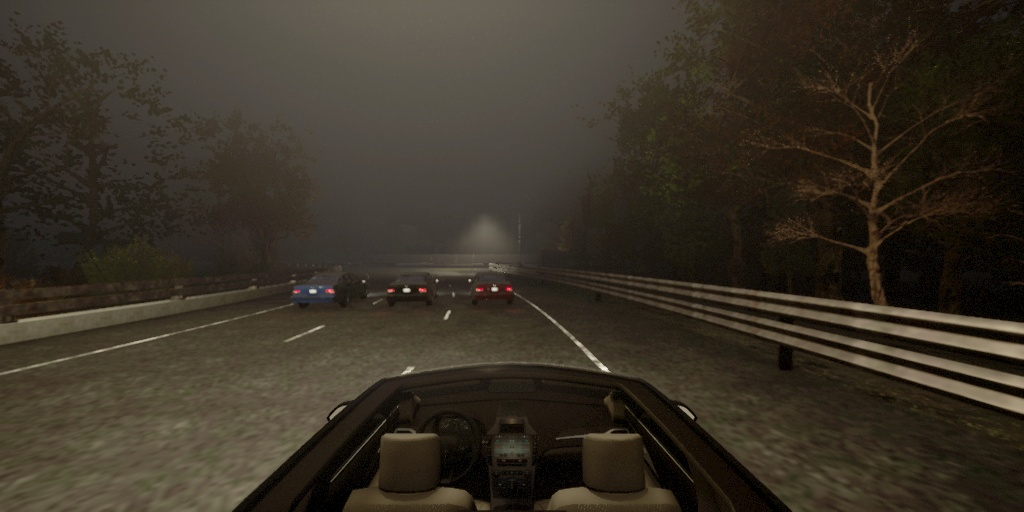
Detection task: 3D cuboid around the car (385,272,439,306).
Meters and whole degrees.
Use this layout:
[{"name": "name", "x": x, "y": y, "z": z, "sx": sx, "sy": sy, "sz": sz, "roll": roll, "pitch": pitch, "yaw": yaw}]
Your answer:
[{"name": "car", "x": -4.528, "y": 1.440, "z": 16.743, "sx": 2.033, "sy": 1.411, "sz": 5.357, "roll": 0, "pitch": -1, "yaw": -8}]

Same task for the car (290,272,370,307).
[{"name": "car", "x": -7.995, "y": 1.436, "z": 16.269, "sx": 2.033, "sy": 1.411, "sz": 5.357, "roll": 0, "pitch": -1, "yaw": -8}]

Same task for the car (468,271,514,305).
[{"name": "car", "x": -1.060, "y": 1.443, "z": 17.218, "sx": 2.033, "sy": 1.411, "sz": 5.357, "roll": 0, "pitch": -1, "yaw": -8}]
